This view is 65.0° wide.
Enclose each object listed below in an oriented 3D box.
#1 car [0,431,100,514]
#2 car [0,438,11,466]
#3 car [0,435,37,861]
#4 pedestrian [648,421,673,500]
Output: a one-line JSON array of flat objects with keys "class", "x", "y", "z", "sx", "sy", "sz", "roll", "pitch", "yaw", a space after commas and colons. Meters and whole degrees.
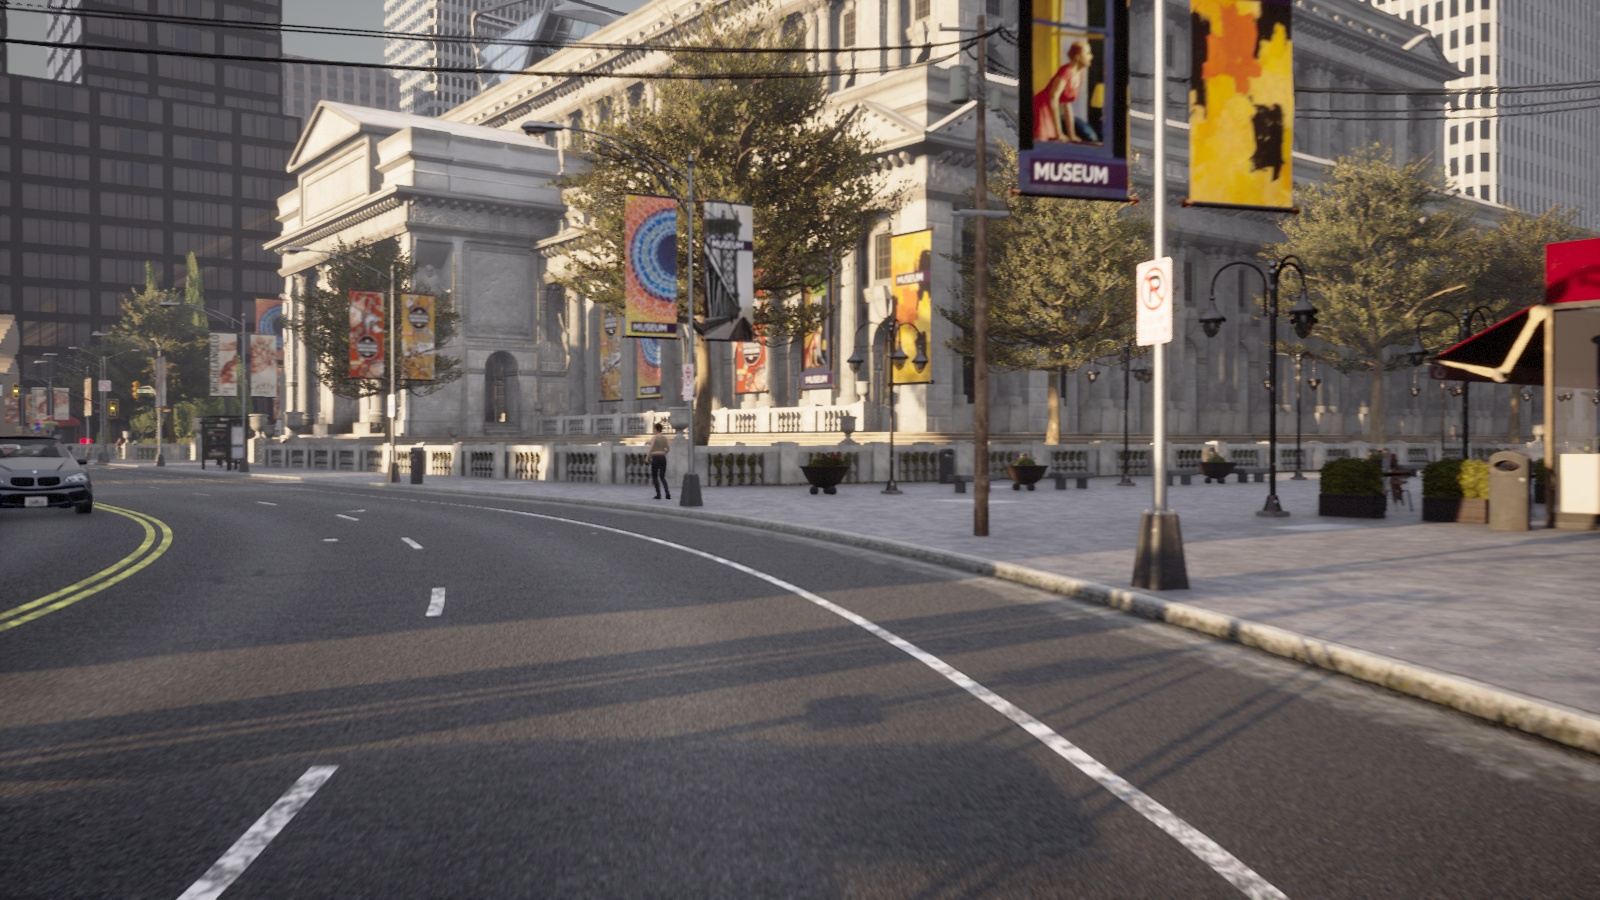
[{"class": "car", "x": -16.790, "y": 0.435, "z": 27.216, "sx": 2.242, "sy": 1.667, "sz": 4.611, "roll": 0, "pitch": 0, "yaw": -37}, {"class": "car", "x": -48.973, "y": 0.094, "z": 75.549, "sx": 2.152, "sy": 1.651, "sz": 5.027, "roll": 0, "pitch": 0, "yaw": -37}, {"class": "car", "x": -3.663, "y": 0.697, "z": 2.629, "sx": 1.970, "sy": 1.475, "sz": 3.806, "roll": 0, "pitch": 0, "yaw": -3}, {"class": "pedestrian", "x": -3.278, "y": 0.236, "z": 29.487, "sx": 0.345, "sy": 1.836, "sz": 0.594, "roll": 0, "pitch": 0, "yaw": -35}]
